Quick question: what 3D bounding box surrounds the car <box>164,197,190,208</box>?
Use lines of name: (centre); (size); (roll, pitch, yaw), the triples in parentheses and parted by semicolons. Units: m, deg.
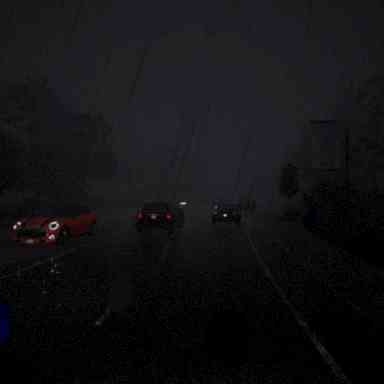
car: (-2.167, 1.509, 48.568); (2.128, 1.511, 4.902); (0, 0, 19)

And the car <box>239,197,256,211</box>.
car: (6.784, 1.404, 41.557); (2.097, 1.767, 4.553); (0, 0, 17)

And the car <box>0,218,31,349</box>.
car: (-3.308, 1.215, 1.694); (2.150, 2.045, 5.566); (0, 0, 1)

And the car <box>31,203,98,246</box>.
car: (-6.083, 1.347, 15.253); (2.097, 1.767, 4.553); (0, 0, 7)

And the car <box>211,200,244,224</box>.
car: (2.657, 1.590, 25.130); (1.994, 1.385, 4.181); (0, 0, 10)

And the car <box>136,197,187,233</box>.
car: (-1.756, 1.362, 19.941); (2.097, 1.767, 4.553); (0, 0, 8)

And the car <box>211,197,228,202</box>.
car: (4.693, 1.537, 56.765); (2.128, 1.511, 4.902); (0, 0, 23)
